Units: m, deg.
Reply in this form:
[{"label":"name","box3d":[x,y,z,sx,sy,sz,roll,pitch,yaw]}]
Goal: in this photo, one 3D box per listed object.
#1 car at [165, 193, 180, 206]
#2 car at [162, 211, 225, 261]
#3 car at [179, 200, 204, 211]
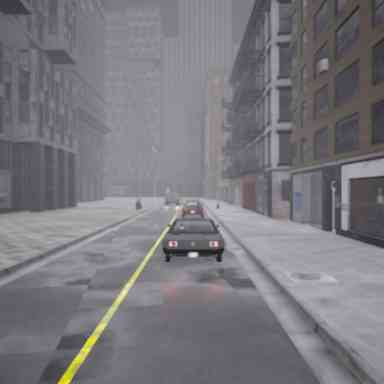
[{"label":"car","box3d":[-3.066,1.110,52.647,2.150,2.045,5.566,0,0,0]},{"label":"car","box3d":[0.060,1.568,12.079,1.895,1.301,4.718,0,0,0]},{"label":"car","box3d":[0.074,1.458,29.534,1.812,1.442,4.674,0,0,0]}]
